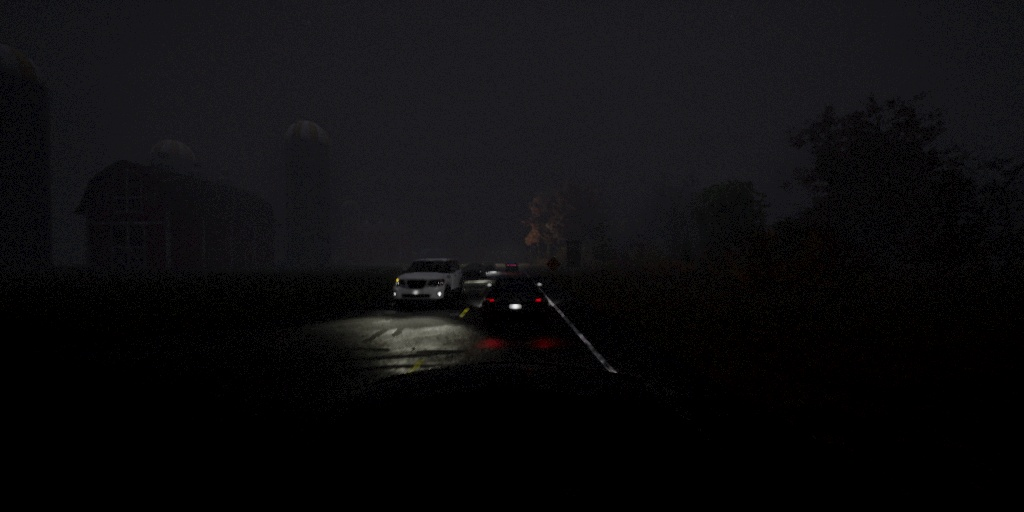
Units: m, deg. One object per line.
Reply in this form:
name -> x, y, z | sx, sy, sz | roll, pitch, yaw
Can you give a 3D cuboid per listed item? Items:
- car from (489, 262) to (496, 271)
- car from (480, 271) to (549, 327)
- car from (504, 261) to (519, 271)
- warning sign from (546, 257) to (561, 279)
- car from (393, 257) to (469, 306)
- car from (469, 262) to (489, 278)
car -> -3.524, 1.645, 55.891 | 1.895, 1.301, 4.718 | -1, 0, 0
car -> 0.091, 1.372, 11.900 | 1.994, 1.385, 4.181 | -1, 0, 0
car -> -0.023, 1.469, 50.091 | 2.128, 1.511, 4.902 | -1, 0, 0
warning sign -> 3.538, 0.974, 30.668 | 1.300, 1.860, 1.060 | 0, 0, 0
car -> -3.685, 1.089, 16.883 | 2.150, 2.045, 5.566 | 0, 0, 2
car -> -3.610, 1.425, 35.049 | 1.882, 1.535, 5.008 | -1, 0, 0
